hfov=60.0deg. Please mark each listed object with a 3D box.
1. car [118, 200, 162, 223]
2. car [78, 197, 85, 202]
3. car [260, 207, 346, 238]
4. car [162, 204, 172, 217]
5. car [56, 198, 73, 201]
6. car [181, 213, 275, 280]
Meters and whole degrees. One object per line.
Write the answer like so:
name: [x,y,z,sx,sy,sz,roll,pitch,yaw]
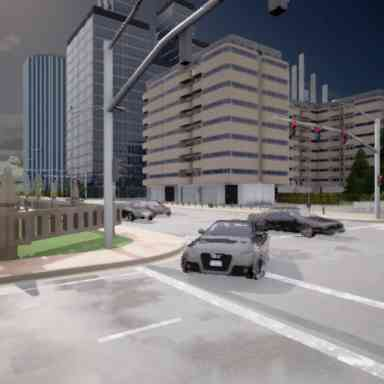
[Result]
car: [-4.677,1.484,25.907,2.128,1.511,4.902,0,0,-35]
car: [-17.490,1.482,50.029,2.128,1.511,4.902,0,0,-35]
car: [5.325,1.538,17.885,2.033,1.411,5.357,0,0,-35]
car: [-3.686,1.516,30.580,1.812,1.442,4.674,0,0,-36]
car: [-17.542,1.518,44.009,1.812,1.442,4.674,0,0,-35]
car: [1.227,1.559,10.034,1.994,1.385,4.181,0,0,19]
